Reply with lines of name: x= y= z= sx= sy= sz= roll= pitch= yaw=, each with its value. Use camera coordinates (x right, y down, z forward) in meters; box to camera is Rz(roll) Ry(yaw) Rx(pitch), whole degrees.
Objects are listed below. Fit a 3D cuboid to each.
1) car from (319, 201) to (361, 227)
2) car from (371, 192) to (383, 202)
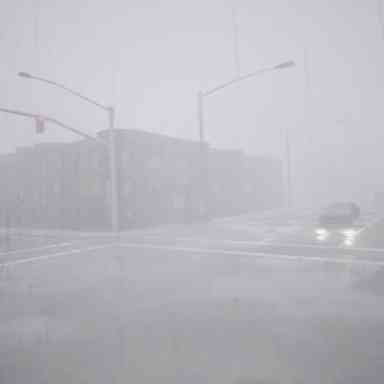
car: x=9.756 y=1.364 z=21.762 sx=1.882 sy=1.535 sz=5.008 roll=-2 pitch=1 yaw=35
car: x=24.773 y=0.675 z=43.556 sx=2.097 sy=1.767 sz=4.553 roll=-2 pitch=-1 yaw=35
